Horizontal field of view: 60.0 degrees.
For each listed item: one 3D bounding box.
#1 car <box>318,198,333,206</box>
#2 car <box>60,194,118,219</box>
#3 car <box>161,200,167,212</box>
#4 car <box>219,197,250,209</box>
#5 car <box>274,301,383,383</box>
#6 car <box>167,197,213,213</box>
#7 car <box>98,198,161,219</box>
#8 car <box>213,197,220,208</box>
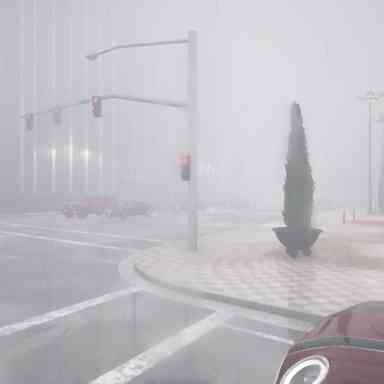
[{"bbox_3d":[22.573,1.601,56.451,1.895,1.301,4.718,0,0,34],"label":"car"},{"bbox_3d":[-8.944,1.221,29.907,2.150,2.045,5.566,0,0,35],"label":"car"},{"bbox_3d":[-3.241,1.564,38.095,1.994,1.385,4.181,0,0,35],"label":"car"},{"bbox_3d":[6.204,1.492,45.512,2.128,1.511,4.902,0,0,35],"label":"car"},{"bbox_3d":[2.793,1.352,1.978,4.553,1.767,2.097,0,0,36],"label":"car"},{"bbox_3d":[-0.139,1.491,36.431,2.128,1.511,4.902,0,0,35],"label":"car"},{"bbox_3d":[-5.349,1.491,28.958,2.128,1.511,4.902,0,0,35],"label":"car"},{"bbox_3d":[3.309,1.477,47.480,1.882,1.535,5.008,0,0,35],"label":"car"}]
